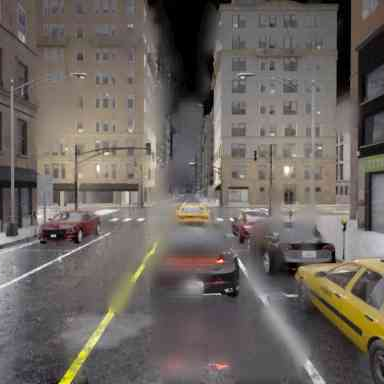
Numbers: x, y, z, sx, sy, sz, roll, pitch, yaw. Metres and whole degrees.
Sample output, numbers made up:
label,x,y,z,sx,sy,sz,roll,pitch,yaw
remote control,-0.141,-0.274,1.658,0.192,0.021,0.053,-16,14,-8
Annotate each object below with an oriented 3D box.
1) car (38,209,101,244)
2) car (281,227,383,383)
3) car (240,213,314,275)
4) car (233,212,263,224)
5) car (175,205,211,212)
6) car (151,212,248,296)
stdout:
label,x,y,z,sx,sy,sz,roll,pitch,yaw
car,-5.660,1.540,15.832,1.887,1.381,4.507,-1,0,0
car,2.872,1.524,4.823,1.752,1.417,4.829,-1,0,0
car,2.879,1.563,10.239,1.947,1.339,4.313,-1,0,0
car,2.886,1.577,15.825,1.802,1.307,4.206,-1,0,0
car,0.056,1.472,19.014,1.882,1.535,5.008,0,0,1
car,0.076,1.503,8.587,1.837,1.490,4.892,0,0,0
